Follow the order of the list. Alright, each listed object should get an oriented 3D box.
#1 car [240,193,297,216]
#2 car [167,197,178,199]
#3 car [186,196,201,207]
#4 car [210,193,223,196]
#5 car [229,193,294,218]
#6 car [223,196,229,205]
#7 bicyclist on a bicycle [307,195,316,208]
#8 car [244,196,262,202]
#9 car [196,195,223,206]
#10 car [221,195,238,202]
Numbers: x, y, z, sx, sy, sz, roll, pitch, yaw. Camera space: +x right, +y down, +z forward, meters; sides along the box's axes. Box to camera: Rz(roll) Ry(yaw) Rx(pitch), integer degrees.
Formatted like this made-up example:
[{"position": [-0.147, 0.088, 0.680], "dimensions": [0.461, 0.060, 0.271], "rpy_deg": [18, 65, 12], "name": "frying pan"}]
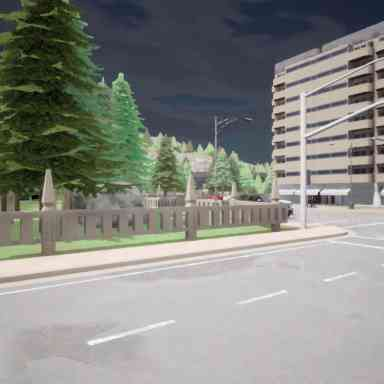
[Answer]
[{"position": [7.409, 1.166, 32.889], "dimensions": [2.150, 2.045, 5.566], "rpy_deg": [0, 0, -32], "name": "car"}, {"position": [-2.931, 1.422, 49.796], "dimensions": [1.882, 1.535, 5.008], "rpy_deg": [0, 0, -7], "name": "car"}, {"position": [0.193, 1.450, 52.533], "dimensions": [1.837, 1.490, 4.892], "rpy_deg": [0, 0, -5], "name": "car"}, {"position": [4.736, 1.166, 65.202], "dimensions": [2.150, 2.045, 5.566], "rpy_deg": [0, 0, 14], "name": "car"}, {"position": [6.022, 1.166, 28.626], "dimensions": [2.150, 2.045, 5.566], "rpy_deg": [0, 0, -33], "name": "car"}, {"position": [2.601, 1.545, 42.042], "dimensions": [1.895, 1.301, 4.718], "rpy_deg": [0, 0, -20], "name": "car"}, {"position": [15.252, 1.245, 42.431], "dimensions": [1.656, 1.620, 0.582], "rpy_deg": [0, 0, -29], "name": "bicyclist on a bicycle"}, {"position": [14.233, 1.540, 77.266], "dimensions": [1.895, 1.301, 4.718], "rpy_deg": [0, 0, 40], "name": "car"}, {"position": [1.056, 1.422, 37.204], "dimensions": [1.882, 1.535, 5.008], "rpy_deg": [0, 0, -26], "name": "car"}, {"position": [8.518, 1.469, 75.156], "dimensions": [1.812, 1.442, 4.674], "rpy_deg": [0, 0, 32], "name": "car"}]
